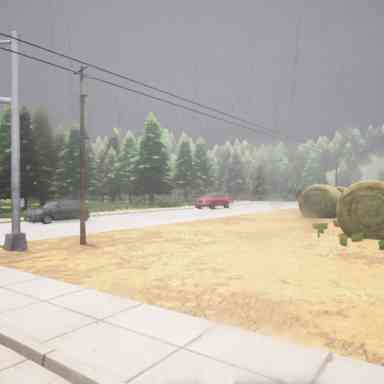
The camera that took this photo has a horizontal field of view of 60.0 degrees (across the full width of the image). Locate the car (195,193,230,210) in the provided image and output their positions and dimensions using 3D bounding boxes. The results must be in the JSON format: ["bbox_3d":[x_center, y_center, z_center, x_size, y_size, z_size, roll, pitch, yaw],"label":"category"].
[{"bbox_3d":[2.628,1.117,41.491,2.150,2.045,5.566,0,0,37],"label":"car"}]

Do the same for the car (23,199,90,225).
[{"bbox_3d":[-9.940,1.364,24.632,2.097,1.767,4.553,0,0,37],"label":"car"}]
